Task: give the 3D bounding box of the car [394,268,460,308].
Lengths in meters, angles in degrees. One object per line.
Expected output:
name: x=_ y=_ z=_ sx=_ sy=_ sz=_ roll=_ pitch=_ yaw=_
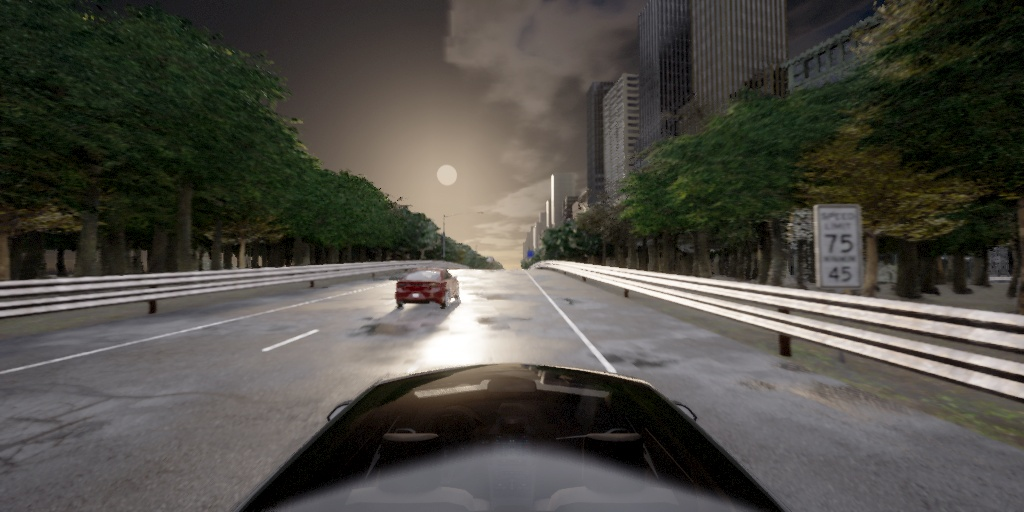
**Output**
car: x=-3.408 y=1.231 z=15.187 sx=1.882 sy=1.535 sz=5.008 roll=0 pitch=0 yaw=0
